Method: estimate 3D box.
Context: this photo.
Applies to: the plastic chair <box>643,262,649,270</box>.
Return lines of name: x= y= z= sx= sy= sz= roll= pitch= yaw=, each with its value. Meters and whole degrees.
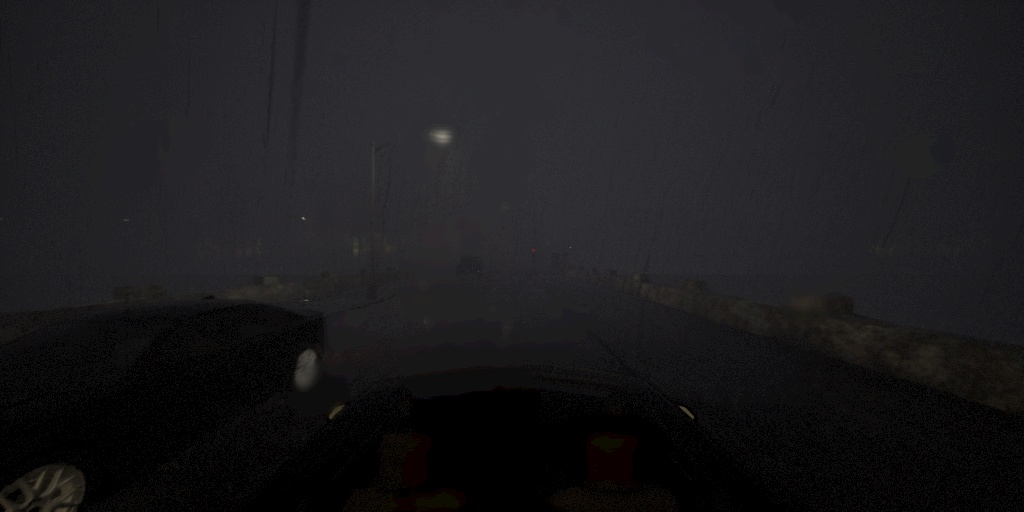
plastic chair: x=21.330 y=1.651 z=57.814 sx=0.730 sy=1.272 sz=0.750 roll=0 pitch=0 yaw=-1

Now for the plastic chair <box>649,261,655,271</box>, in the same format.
plastic chair: x=22.498 y=1.641 z=56.418 sx=0.750 sy=1.272 sz=0.730 roll=0 pitch=0 yaw=0

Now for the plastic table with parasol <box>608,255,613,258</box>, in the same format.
plastic table with parasol: x=15.917 y=1.028 z=54.998 sx=2.482 sy=2.480 sz=2.482 roll=0 pitch=0 yaw=0

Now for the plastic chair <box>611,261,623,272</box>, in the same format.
plastic chair: x=13.897 y=1.581 z=47.319 sx=0.730 sy=1.272 sz=0.750 roll=0 pitch=0 yaw=0

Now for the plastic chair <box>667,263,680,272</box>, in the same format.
plastic chair: x=22.797 y=1.603 z=50.618 sx=0.750 sy=1.272 sz=0.730 roll=0 pitch=0 yaw=0

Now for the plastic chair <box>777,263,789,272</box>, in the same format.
plastic chair: x=36.659 y=1.590 z=48.715 sx=0.730 sy=1.272 sz=0.750 roll=0 pitch=0 yaw=0

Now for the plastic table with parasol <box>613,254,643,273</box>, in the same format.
plastic table with parasol: x=15.167 y=0.976 z=47.179 sx=2.482 sy=2.480 sz=2.482 roll=0 pitch=0 yaw=0

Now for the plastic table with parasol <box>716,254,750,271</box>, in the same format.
plastic table with parasol: x=30.507 y=0.992 z=49.597 sx=2.482 sy=2.480 sz=2.482 roll=0 pitch=0 yaw=0

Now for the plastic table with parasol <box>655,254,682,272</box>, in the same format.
plastic table with parasol: x=22.897 y=1.008 z=51.968 sx=2.482 sy=2.480 sz=2.482 roll=0 pitch=0 yaw=0

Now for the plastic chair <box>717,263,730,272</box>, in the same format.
plastic chair: x=29.329 y=1.597 z=49.714 sx=0.730 sy=1.272 sz=0.750 roll=0 pitch=0 yaw=-1

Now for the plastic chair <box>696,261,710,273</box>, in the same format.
plastic chair: x=23.696 y=1.562 z=44.418 sx=0.750 sy=1.272 sz=0.730 roll=0 pitch=0 yaw=0

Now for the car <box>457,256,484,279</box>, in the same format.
car: x=-4.002 y=1.029 z=35.638 sx=2.150 sy=2.045 sz=5.566 roll=0 pitch=0 yaw=0

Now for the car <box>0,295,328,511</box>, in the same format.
car: x=-3.999 y=1.291 z=3.926 sx=1.882 sy=1.535 sz=5.008 roll=0 pitch=1 yaw=0

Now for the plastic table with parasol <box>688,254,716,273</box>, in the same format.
plastic table with parasol: x=23.797 y=0.967 z=45.768 sx=2.482 sy=2.480 sz=2.482 roll=0 pitch=0 yaw=0

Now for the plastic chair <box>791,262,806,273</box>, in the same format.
plastic chair: x=37.797 y=1.581 z=47.316 sx=0.750 sy=1.272 sz=0.730 roll=0 pitch=0 yaw=0

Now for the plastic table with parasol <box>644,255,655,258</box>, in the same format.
plastic table with parasol: x=22.508 y=1.047 z=57.888 sx=2.482 sy=2.480 sz=2.482 roll=0 pitch=0 yaw=0

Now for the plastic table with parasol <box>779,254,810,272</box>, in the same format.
plastic table with parasol: x=37.787 y=0.986 z=48.626 sx=2.482 sy=2.480 sz=2.482 roll=0 pitch=0 yaw=0

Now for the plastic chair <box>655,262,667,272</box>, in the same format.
plastic chair: x=21.697 y=1.612 z=52.018 sx=0.730 sy=1.272 sz=0.750 roll=0 pitch=0 yaw=0

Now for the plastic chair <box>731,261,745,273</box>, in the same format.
plastic chair: x=30.497 y=1.588 z=48.317 sx=0.750 sy=1.272 sz=0.730 roll=0 pitch=0 yaw=0

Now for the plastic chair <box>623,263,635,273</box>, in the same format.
plastic chair: x=14.997 y=1.572 z=45.919 sx=0.750 sy=1.272 sz=0.730 roll=0 pitch=0 yaw=0

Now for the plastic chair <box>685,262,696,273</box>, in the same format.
plastic chair: x=22.597 y=1.571 z=45.818 sx=0.730 sy=1.272 sz=0.750 roll=0 pitch=0 yaw=0

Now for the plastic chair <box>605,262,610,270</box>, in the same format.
plastic chair: x=14.697 y=1.633 z=55.118 sx=0.730 sy=1.272 sz=0.750 roll=0 pitch=0 yaw=0
